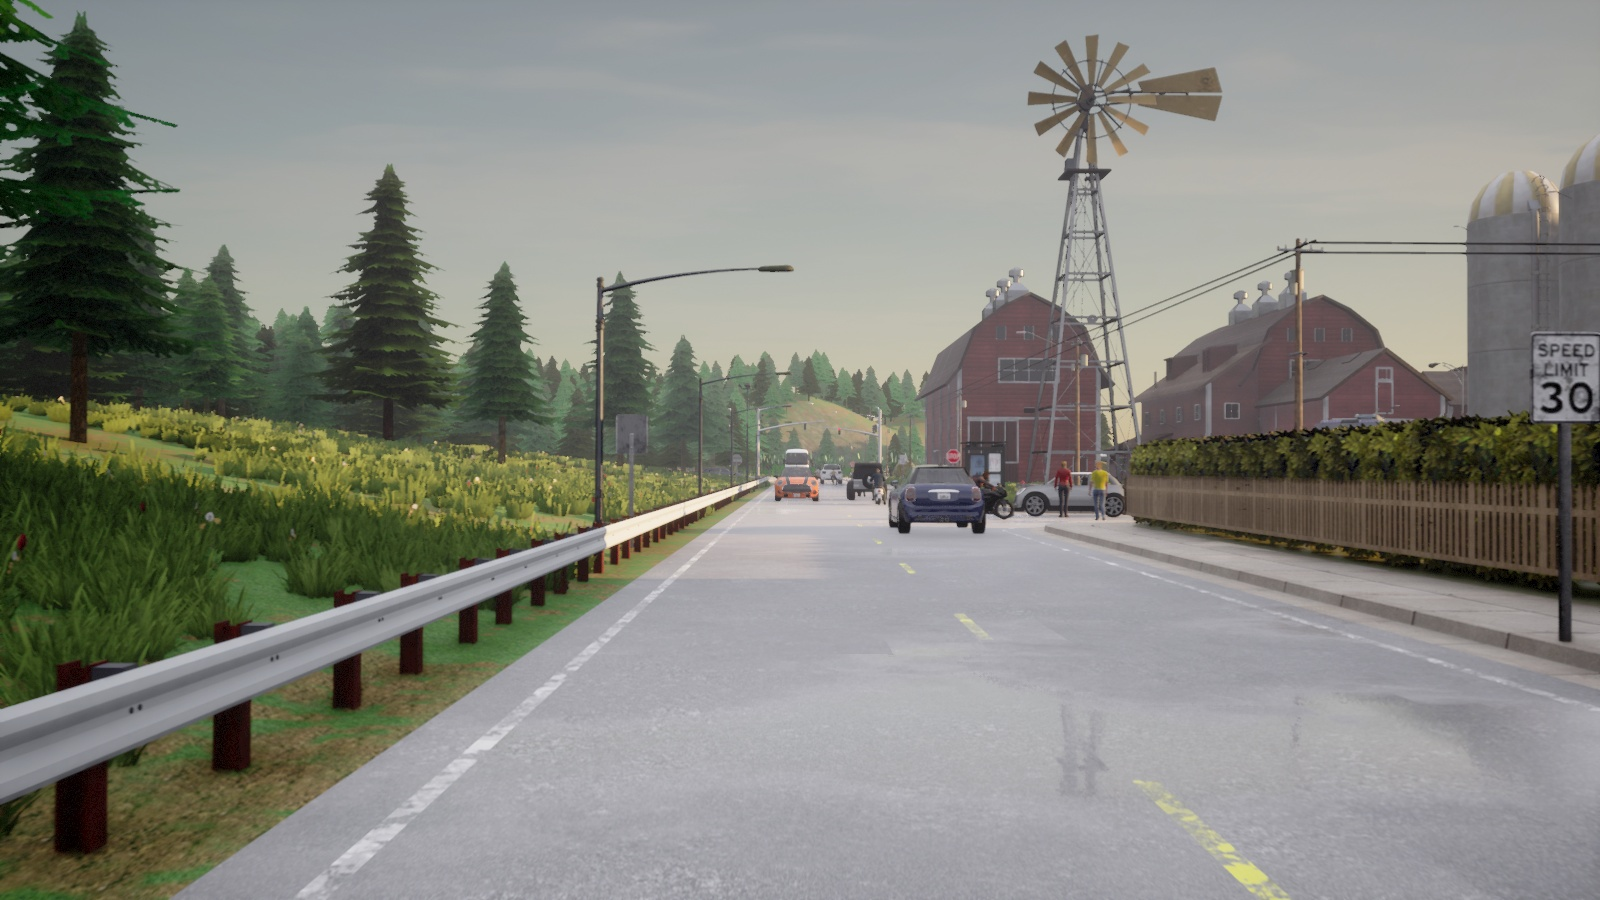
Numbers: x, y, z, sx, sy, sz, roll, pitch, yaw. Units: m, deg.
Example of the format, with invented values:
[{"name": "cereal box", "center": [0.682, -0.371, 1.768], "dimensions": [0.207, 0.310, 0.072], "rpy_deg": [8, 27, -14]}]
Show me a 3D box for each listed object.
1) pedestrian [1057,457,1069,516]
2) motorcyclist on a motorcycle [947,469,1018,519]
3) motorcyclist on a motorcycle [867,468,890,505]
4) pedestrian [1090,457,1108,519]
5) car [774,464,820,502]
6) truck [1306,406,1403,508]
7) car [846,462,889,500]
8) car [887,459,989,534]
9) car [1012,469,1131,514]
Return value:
[{"name": "pedestrian", "center": [8.425, 1.163, 40.176], "dimensions": [0.331, 1.846, 0.636], "rpy_deg": [0, -1, 16]}, {"name": "motorcyclist on a motorcycle", "center": [5.645, 1.352, 38.895], "dimensions": [2.044, 1.523, 0.797], "rpy_deg": [-1, -1, 22]}, {"name": "motorcyclist on a motorcycle", "center": [3.412, 1.571, 54.947], "dimensions": [0.866, 1.590, 1.817], "rpy_deg": [0, -1, -1]}, {"name": "pedestrian", "center": [8.854, 1.117, 37.217], "dimensions": [0.354, 1.836, 0.706], "rpy_deg": [0, -1, 0]}, {"name": "car", "center": [-0.140, 1.574, 60.510], "dimensions": [2.097, 1.767, 4.553], "rpy_deg": [0, -1, 0]}, {"name": "truck", "center": [22.982, 0.327, 51.756], "dimensions": [2.891, 3.827, 8.468], "rpy_deg": [-1, -1, 29]}, {"name": "car", "center": [3.355, 1.537, 63.177], "dimensions": [1.905, 1.878, 3.866], "rpy_deg": [0, -1, 0]}, {"name": "car", "center": [3.426, 1.135, 32.078], "dimensions": [2.097, 1.767, 4.553], "rpy_deg": [0, -1, 0]}, {"name": "car", "center": [9.100, 1.373, 42.365], "dimensions": [3.806, 1.475, 1.970], "rpy_deg": [0, -1, 10]}]
